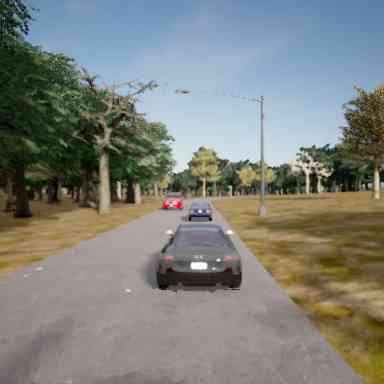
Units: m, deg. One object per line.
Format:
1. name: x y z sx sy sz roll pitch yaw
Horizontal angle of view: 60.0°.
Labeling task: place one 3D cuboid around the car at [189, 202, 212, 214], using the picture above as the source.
1. car: 0.676 1.475 27.022 2.033 1.411 5.357 0 0 2

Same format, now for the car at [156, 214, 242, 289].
1. car: 0.199 1.539 9.108 1.994 1.385 4.181 0 0 1

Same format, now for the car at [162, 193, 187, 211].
1. car: -2.167 1.121 39.102 2.150 2.045 5.566 0 0 2
